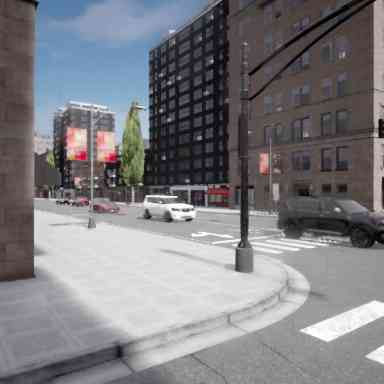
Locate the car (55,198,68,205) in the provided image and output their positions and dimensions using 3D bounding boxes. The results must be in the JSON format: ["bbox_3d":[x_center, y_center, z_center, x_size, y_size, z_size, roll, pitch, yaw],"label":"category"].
[{"bbox_3d":[-25.310,1.857,65.113,1.895,1.301,4.718,0,0,-36],"label":"car"}]

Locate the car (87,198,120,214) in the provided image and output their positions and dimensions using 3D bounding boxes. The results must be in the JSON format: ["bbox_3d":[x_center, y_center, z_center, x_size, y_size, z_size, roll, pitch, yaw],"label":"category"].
[{"bbox_3d":[-9.973,1.487,38.005,2.097,1.767,4.553,0,0,-36],"label":"car"}]

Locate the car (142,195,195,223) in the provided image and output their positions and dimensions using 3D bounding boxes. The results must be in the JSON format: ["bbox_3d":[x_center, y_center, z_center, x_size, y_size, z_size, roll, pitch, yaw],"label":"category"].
[{"bbox_3d":[-2.015,1.299,26.967,2.150,2.045,5.566,0,1,-36],"label":"car"}]

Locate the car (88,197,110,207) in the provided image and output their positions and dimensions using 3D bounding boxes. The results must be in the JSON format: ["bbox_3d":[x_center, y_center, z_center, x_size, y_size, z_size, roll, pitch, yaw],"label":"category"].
[{"bbox_3d":[-16.227,1.714,58.085,2.128,1.511,4.902,0,0,-36],"label":"car"}]

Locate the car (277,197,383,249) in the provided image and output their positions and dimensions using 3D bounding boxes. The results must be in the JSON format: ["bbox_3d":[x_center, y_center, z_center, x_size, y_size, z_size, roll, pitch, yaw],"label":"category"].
[{"bbox_3d":[6.491,1.250,15.202,2.150,2.045,5.566,0,-1,-36],"label":"car"}]

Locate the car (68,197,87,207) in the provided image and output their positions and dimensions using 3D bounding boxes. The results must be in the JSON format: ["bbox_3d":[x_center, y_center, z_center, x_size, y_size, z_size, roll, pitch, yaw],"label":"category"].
[{"bbox_3d":[-18.942,1.743,56.300,1.812,1.442,4.674,0,0,-36],"label":"car"}]

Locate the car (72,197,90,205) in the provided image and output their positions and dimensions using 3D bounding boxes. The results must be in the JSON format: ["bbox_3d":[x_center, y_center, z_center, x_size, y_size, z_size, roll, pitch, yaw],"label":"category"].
[{"bbox_3d":[-22.136,1.749,66.269,2.128,1.511,4.902,0,0,-36],"label":"car"}]
